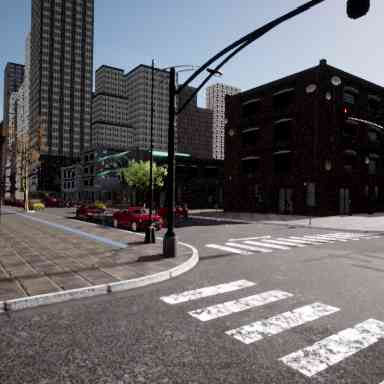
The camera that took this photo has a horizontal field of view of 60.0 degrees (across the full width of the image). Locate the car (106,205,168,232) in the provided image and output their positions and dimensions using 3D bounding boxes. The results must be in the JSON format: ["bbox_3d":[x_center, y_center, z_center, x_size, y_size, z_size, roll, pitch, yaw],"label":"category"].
[{"bbox_3d":[-3.466,1.615,20.806,1.887,1.381,4.507,1,-1,-35],"label":"car"}]

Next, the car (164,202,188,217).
[{"bbox_3d":[-2.179,1.761,34.036,1.967,1.590,4.097,1,-1,-35],"label":"car"}]

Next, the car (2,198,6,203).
[{"bbox_3d":[-38.498,1.930,71.108,2.192,1.841,5.009,1,-1,-35],"label":"car"}]

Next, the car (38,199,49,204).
[{"bbox_3d":[-38.073,2.403,85.113,1.752,1.417,4.829,1,-1,-35],"label":"car"}]

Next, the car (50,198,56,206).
[{"bbox_3d":[-28.460,2.306,71.372,1.802,1.307,4.206,1,-1,-35],"label":"car"}]

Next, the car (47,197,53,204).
[{"bbox_3d":[-34.803,2.140,80.442,2.192,1.841,5.009,1,-1,-35],"label":"car"}]

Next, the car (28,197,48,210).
[{"bbox_3d":[-22.767,1.891,48.515,1.752,1.417,4.829,1,-1,-35],"label":"car"}]

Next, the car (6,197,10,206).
[{"bbox_3d":[-35.327,2.131,66.572,1.947,1.339,4.313,1,-1,-35],"label":"car"}]

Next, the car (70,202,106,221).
[{"bbox_3d":[-8.627,1.730,28.181,1.802,1.307,4.206,1,-1,-35],"label":"car"}]

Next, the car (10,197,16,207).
[{"bbox_3d":[-32.155,2.081,62.038,1.947,1.339,4.313,1,-1,-35],"label":"car"}]

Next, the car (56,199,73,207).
[{"bbox_3d":[-25.288,2.114,66.840,1.967,1.590,4.097,1,-1,-35],"label":"car"}]

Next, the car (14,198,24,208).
[{"bbox_3d":[-29.165,2.012,57.752,1.887,1.381,4.507,1,-1,-35],"label":"car"}]
